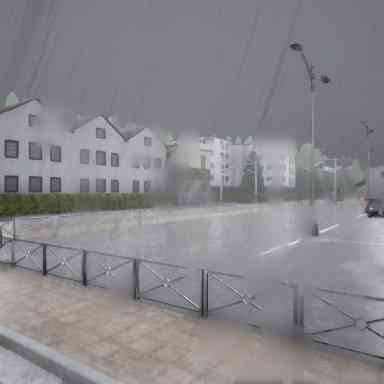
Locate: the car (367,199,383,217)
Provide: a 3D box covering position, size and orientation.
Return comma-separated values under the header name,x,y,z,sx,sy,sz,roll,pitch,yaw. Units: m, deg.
name,x,y,z,sx,sy,sz,roll,pitch,yaw
car,15.439,1.298,26.800,2.007,1.523,4.514,0,0,35
